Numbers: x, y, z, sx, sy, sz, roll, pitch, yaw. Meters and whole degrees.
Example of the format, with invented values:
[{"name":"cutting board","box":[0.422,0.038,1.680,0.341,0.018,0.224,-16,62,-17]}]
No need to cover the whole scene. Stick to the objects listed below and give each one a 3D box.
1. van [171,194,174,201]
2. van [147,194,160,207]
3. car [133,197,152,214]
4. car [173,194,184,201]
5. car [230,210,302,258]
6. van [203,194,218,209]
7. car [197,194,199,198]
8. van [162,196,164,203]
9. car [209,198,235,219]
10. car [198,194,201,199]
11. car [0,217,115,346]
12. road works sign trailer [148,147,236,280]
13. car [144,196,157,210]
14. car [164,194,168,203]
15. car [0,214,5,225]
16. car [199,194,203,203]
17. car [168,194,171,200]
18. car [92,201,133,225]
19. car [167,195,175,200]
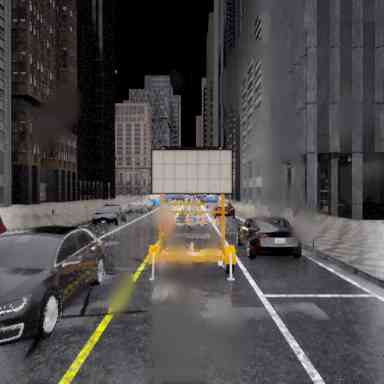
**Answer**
[{"name":"van","box":[-5.753,1.349,85.835,1.690,1.788,3.998,0,0,0]},{"name":"van","box":[-5.759,1.346,46.348,1.690,1.788,3.998,0,0,0]},{"name":"car","box":[-5.760,1.555,35.067,2.008,1.369,4.403,0,0,0]},{"name":"car","box":[-2.987,1.572,83.562,1.994,1.385,4.181,0,0,0]},{"name":"car","box":[2.762,1.567,12.508,1.947,1.339,4.313,0,0,0]},{"name":"van","box":[2.766,1.346,46.352,1.690,1.788,3.998,0,0,0]},{"name":"car","box":[2.771,1.573,74.555,1.947,1.339,4.313,0,0,0]},{"name":"van","box":[-5.759,1.347,51.989,1.690,1.788,3.998,0,0,0]},{"name":"car","box":[2.764,1.548,29.430,1.887,1.381,4.507,0,0,0]},{"name":"car","box":[2.770,1.589,68.915,1.802,1.307,4.206,0,0,0]},{"name":"car","box":[-3.098,1.506,6.646,1.837,1.490,4.892,0,0,0]},{"name":"road works sign trailer","box":[0.001,0.466,9.893,2.380,3.560,2.880,0,0,0]},{"name":"car","box":[-5.760,1.530,40.538,1.752,1.417,4.829,0,0,0]},{"name":"car","box":[-5.757,1.447,57.630,1.967,1.590,4.097,0,0,0]},{"name":"car","box":[-5.765,1.316,6.863,2.192,1.841,5.009,0,0,0]},{"name":"car","box":[2.769,1.589,63.274,1.802,1.307,4.206,0,0,0]},{"name":"car","box":[-5.757,1.322,63.271,2.192,1.841,5.009,0,0,0]},{"name":"car","box":[-5.762,1.569,23.786,1.947,1.339,4.313,0,0,0]},{"name":"car","box":[-5.752,1.552,91.476,1.887,1.381,4.507,0,0,0]}]
